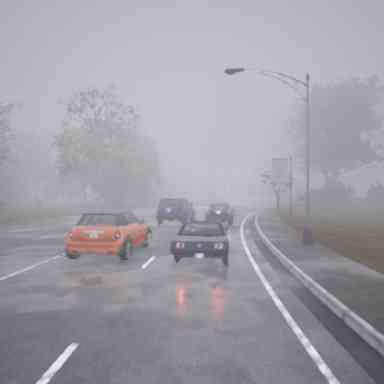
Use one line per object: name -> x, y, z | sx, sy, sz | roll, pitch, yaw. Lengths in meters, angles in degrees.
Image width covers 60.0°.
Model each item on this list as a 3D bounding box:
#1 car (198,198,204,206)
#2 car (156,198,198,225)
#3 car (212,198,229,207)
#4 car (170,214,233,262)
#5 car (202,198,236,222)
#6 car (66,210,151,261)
car -> 2.268, 1.930, 66.486 | 2.097, 1.767, 4.553 | 0, 0, 19
car -> -1.229, 1.485, 26.871 | 2.150, 2.045, 5.566 | 0, 0, 11
car -> 5.708, 2.074, 65.743 | 2.128, 1.511, 4.902 | 0, 0, 19
car -> 0.449, 1.726, 12.612 | 1.895, 1.301, 4.718 | 0, -1, 6
car -> 2.401, 1.618, 27.113 | 2.097, 1.767, 4.553 | 0, -1, 11
car -> -3.017, 1.478, 13.028 | 2.097, 1.767, 4.553 | 0, -1, 6
